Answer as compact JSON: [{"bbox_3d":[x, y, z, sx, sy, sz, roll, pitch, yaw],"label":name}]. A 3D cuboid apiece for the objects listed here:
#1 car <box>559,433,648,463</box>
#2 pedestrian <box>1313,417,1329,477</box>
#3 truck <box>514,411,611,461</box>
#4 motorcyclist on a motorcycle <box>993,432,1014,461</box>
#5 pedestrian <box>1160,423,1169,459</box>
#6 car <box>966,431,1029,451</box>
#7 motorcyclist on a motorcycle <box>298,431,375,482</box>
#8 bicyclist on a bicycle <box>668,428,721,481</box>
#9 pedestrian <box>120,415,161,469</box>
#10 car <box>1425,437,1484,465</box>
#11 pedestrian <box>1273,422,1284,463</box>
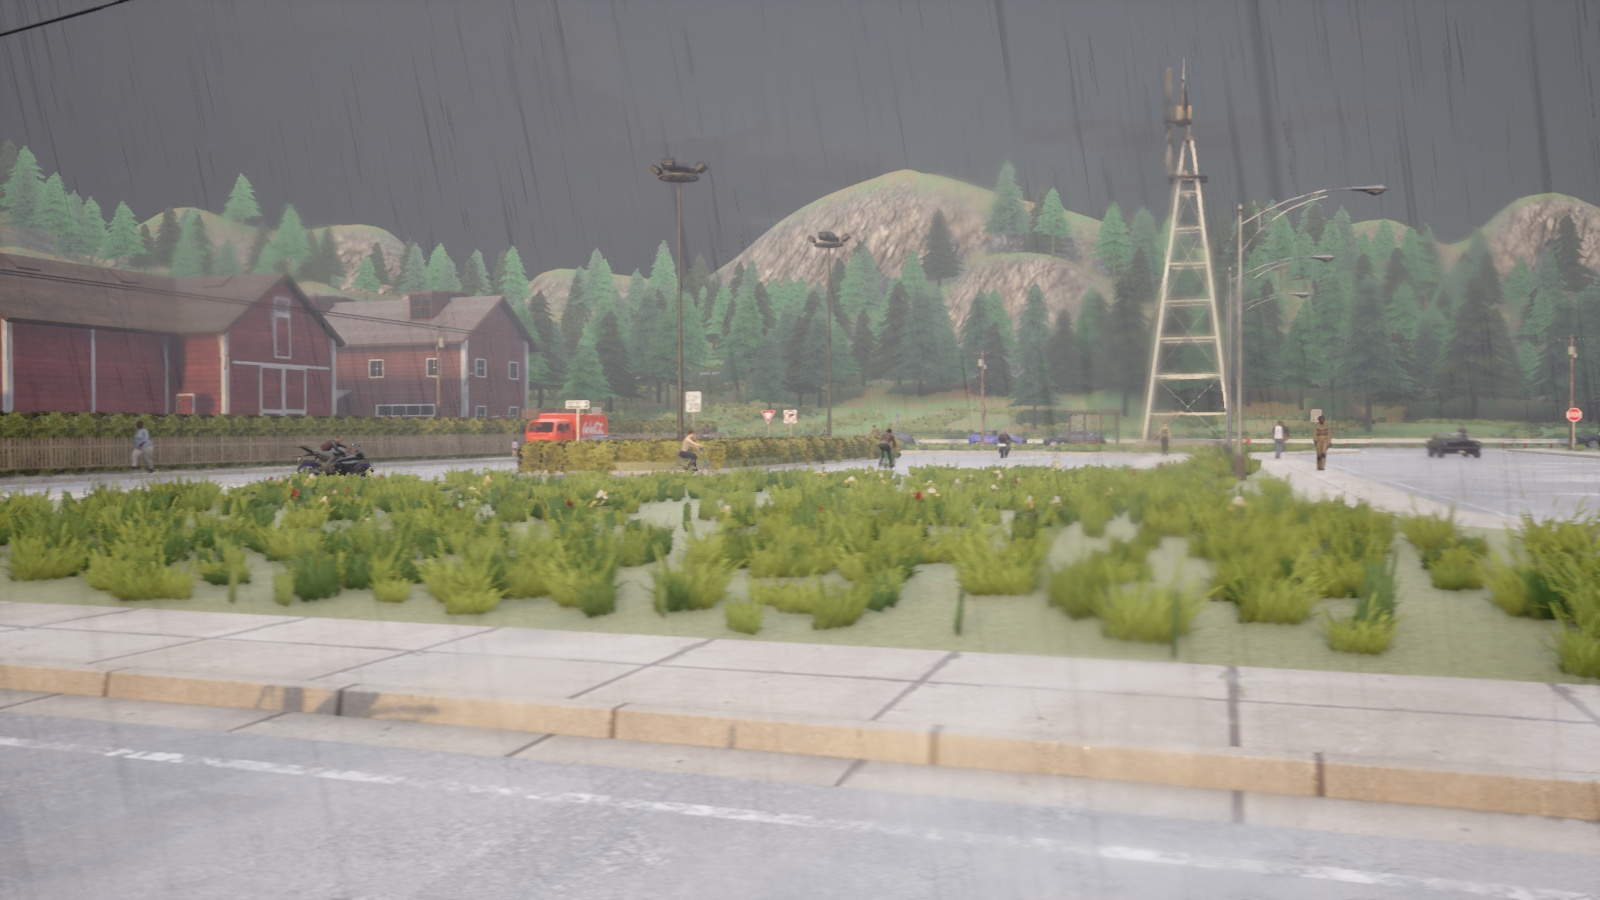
[{"bbox_3d":[-9.435,-0.130,60.901,2.033,1.411,5.357,1,1,19],"label":"car"},{"bbox_3d":[16.941,-0.110,40.870,0.396,1.930,0.692,0,1,17],"label":"pedestrian"},{"bbox_3d":[-12.042,-0.725,64.116,2.627,2.467,5.204,1,1,19],"label":"truck"},{"bbox_3d":[11.016,-0.181,67.826,0.866,1.530,2.191,0,1,16],"label":"motorcyclist on a motorcycle"},{"bbox_3d":[18.536,-0.473,63.875,0.345,1.836,0.594,0,1,9],"label":"pedestrian"},{"bbox_3d":[15.335,-0.724,97.310,4.514,1.525,2.007,0,1,19],"label":"car"},{"bbox_3d":[-14.473,0.186,39.225,2.191,1.530,0.866,0,4,-25],"label":"motorcyclist on a motorcycle"},{"bbox_3d":[-3.276,0.131,38.977,1.509,1.612,0.866,0,-1,-16],"label":"bicyclist on a bicycle"},{"bbox_3d":[-22.851,-0.291,43.487,0.874,1.855,0.900,1,1,23],"label":"pedestrian"},{"bbox_3d":[33.331,0.023,64.032,1.895,1.301,4.718,0,1,18],"label":"car"},{"bbox_3d":[21.628,-0.347,56.765,0.354,1.836,0.706,1,1,28],"label":"pedestrian"}]
